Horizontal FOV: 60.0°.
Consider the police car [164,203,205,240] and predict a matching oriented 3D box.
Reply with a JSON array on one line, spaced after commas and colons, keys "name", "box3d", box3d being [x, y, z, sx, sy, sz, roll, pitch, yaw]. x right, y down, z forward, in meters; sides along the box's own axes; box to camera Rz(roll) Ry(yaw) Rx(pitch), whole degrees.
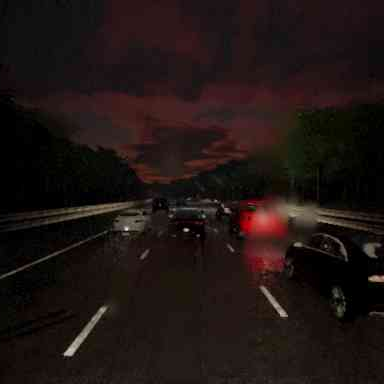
[{"name": "police car", "box3d": [-0.274, 1.654, 18.617, 1.930, 1.638, 5.238, 0, -1, 0]}]

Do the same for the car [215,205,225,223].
[{"name": "car", "box3d": [3.141, 1.852, 29.512, 2.128, 1.511, 4.902, 0, -1, -1]}]

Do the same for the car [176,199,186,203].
[{"name": "car", "box3d": [-2.216, 2.474, 73.202, 2.033, 1.411, 5.357, 0, -1, -4]}]

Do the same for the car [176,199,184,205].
[{"name": "car", "box3d": [-3.162, 2.600, 87.451, 1.882, 1.535, 5.008, 0, -1, -4]}]

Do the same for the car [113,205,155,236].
[{"name": "car", "box3d": [-3.555, 1.777, 20.219, 1.812, 1.442, 4.674, 0, -1, -1]}]

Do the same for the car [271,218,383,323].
[{"name": "car", "box3d": [3.481, 1.580, 7.356, 2.128, 1.511, 4.902, 0, -1, 0]}]

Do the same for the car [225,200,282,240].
[{"name": "car", "box3d": [3.360, 1.445, 18.468, 2.150, 2.045, 5.566, 0, -1, -1]}]

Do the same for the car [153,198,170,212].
[{"name": "car", "box3d": [-4.230, 1.798, 45.794, 2.150, 2.045, 5.566, 0, -1, -2]}]
